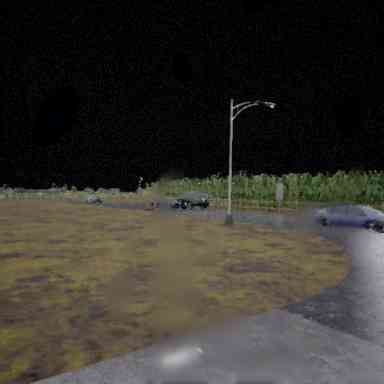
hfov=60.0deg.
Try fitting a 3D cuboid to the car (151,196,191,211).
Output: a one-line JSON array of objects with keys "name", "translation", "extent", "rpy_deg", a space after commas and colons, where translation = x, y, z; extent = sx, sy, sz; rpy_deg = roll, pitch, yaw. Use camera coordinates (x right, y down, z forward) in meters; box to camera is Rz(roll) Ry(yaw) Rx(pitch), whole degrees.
[{"name": "car", "translation": [-2.461, 1.283, 35.047], "extent": [1.895, 1.301, 4.718], "rpy_deg": [1, 0, -35]}]

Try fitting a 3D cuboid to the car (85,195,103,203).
[{"name": "car", "translation": [-16.087, 1.154, 54.458], "extent": [1.994, 1.385, 4.181], "rpy_deg": [1, -1, -35]}]

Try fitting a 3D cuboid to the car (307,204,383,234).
[{"name": "car", "translation": [9.167, 1.395, 18.631], "extent": [2.033, 1.411, 5.357], "rpy_deg": [1, 0, -35]}]

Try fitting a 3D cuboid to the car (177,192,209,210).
[{"name": "car", "translation": [-0.289, 0.974, 38.396], "extent": [2.150, 2.045, 5.566], "rpy_deg": [1, 0, -35]}]
